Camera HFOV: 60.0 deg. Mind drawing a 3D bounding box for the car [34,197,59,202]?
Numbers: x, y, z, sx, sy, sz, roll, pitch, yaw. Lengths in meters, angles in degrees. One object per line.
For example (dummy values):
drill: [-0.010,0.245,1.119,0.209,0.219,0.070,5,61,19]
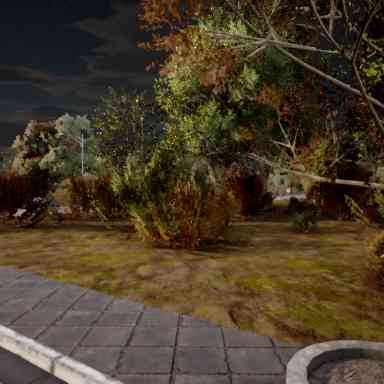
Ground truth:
car: [-18.115,1.320,40.238,2.033,1.411,5.357,0,0,32]
